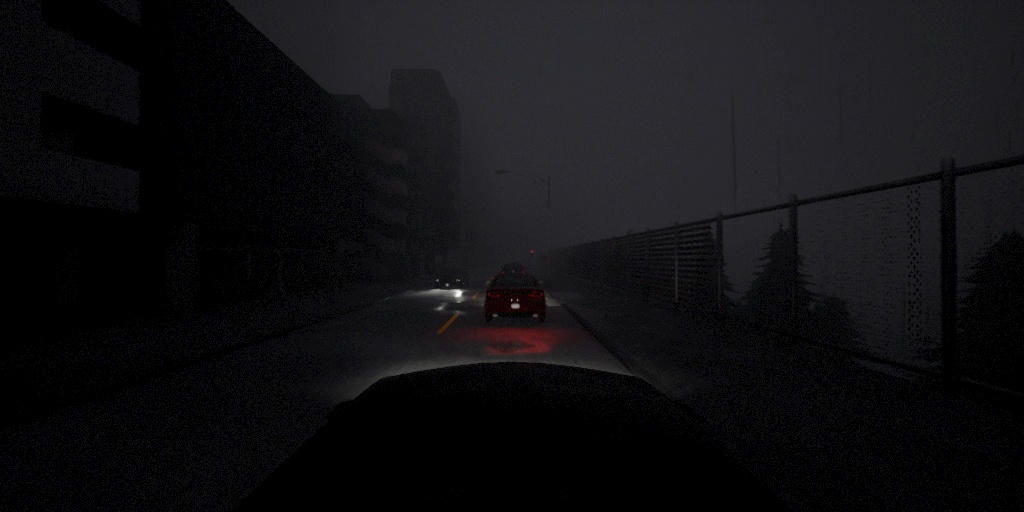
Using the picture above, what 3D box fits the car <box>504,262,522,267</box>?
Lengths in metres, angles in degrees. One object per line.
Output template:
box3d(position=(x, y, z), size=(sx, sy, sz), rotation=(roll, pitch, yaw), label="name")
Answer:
box3d(position=(0.097, 1.312, 30.433), size=(2.097, 1.767, 4.553), rotation=(0, 0, 0), label="car")

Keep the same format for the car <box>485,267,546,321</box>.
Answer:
box3d(position=(0.097, 1.307, 12.790), size=(1.882, 1.535, 5.008), rotation=(0, 0, 0), label="car")

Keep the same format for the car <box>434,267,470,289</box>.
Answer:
box3d(position=(-4.102, 1.470, 25.372), size=(2.033, 1.411, 5.357), rotation=(0, 0, 0), label="car")
